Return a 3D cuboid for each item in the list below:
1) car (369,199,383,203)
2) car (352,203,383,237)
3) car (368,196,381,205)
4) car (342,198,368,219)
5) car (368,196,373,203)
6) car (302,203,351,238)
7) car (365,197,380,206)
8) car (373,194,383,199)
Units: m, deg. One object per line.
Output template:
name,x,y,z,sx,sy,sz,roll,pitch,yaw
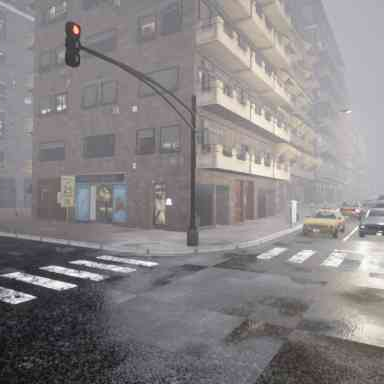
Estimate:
car,15.159,1.543,26.010,1.812,1.442,4.674,0,0,32
car,9.991,1.559,17.561,2.033,1.411,5.357,0,0,31
car,33.747,1.486,61.406,1.967,1.590,4.097,1,1,31
car,13.163,1.457,27.695,1.967,1.590,4.097,1,1,31
car,24.924,1.577,46.959,1.887,1.381,4.507,1,1,31
car,7.193,1.535,17.918,1.752,1.417,4.829,1,1,31
car,30.805,1.592,56.591,2.008,1.369,4.403,1,1,31
car,20.781,1.246,35.158,2.150,2.045,5.566,0,0,32
